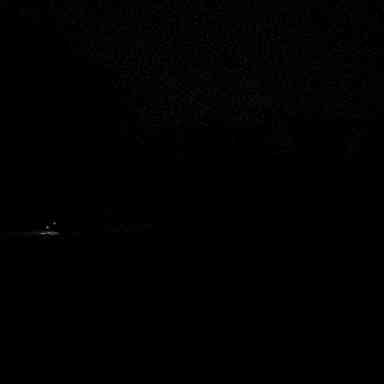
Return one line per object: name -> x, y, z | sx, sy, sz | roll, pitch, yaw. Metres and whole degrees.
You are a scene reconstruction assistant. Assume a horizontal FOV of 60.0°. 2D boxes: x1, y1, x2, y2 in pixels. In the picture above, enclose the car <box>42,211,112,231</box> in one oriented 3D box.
car -> -8.728, 2.218, 25.831 | 2.033, 1.411, 5.357 | -3, -4, 36
